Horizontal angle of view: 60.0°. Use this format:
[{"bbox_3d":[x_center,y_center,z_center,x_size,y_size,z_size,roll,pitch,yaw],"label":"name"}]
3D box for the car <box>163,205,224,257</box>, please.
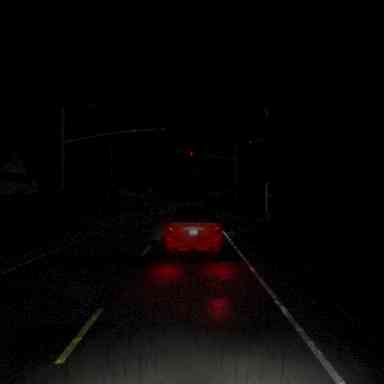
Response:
[{"bbox_3d":[0.067,1.347,13.097,2.097,1.767,4.553,0,0,0],"label":"car"}]
